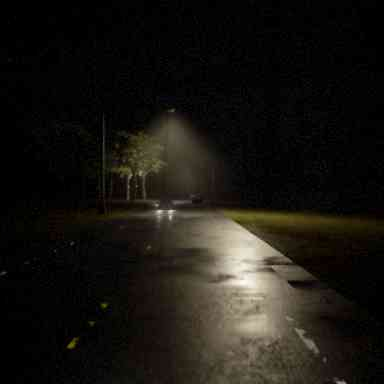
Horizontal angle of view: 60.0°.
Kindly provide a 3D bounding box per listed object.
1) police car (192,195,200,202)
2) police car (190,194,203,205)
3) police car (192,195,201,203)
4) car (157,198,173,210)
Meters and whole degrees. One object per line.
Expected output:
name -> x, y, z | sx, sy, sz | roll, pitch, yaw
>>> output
police car -> 1.041, 1.640, 81.516 | 1.930, 1.638, 5.238 | 0, 0, 0
police car -> 1.043, 1.593, 65.518 | 1.930, 1.638, 5.238 | 0, 0, 0
police car -> 1.042, 1.625, 75.518 | 1.930, 1.638, 5.238 | 0, 0, 0
car -> -3.587, 1.609, 45.291 | 1.837, 1.490, 4.892 | 0, 0, 0
